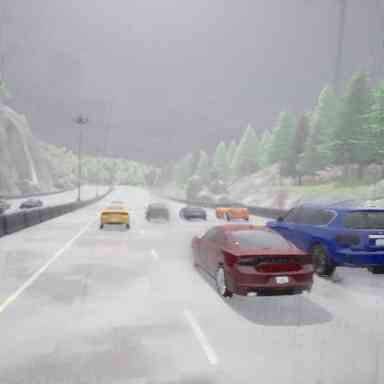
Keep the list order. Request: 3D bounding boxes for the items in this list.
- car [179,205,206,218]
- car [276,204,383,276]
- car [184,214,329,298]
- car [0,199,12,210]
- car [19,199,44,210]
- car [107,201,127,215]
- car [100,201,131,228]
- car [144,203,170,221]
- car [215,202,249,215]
[{"bbox_3d":[0.040,1.898,31.583,1.994,1.385,4.181,1,-1,-12],"label":"car"},{"bbox_3d":[4.363,1.434,11.309,2.150,2.045,5.566,1,-1,-12],"label":"car"},{"bbox_3d":[1.271,1.601,8.998,1.882,1.535,5.008,1,-1,-12],"label":"car"},{"bbox_3d":[-23.329,1.520,39.795,1.895,1.301,4.718,1,-1,-11],"label":"car"},{"bbox_3d":[-20.280,1.559,42.376,2.033,1.411,5.357,1,-1,-11],"label":"car"},{"bbox_3d":[-8.428,1.765,37.750,2.033,1.411,5.357,1,-1,-12],"label":"car"},{"bbox_3d":[-5.347,1.609,23.285,1.882,1.535,5.008,1,-1,-12],"label":"car"},{"bbox_3d":[-3.134,1.751,29.689,1.837,1.490,4.892,1,-1,-12],"label":"car"},{"bbox_3d":[3.680,1.761,31.312,2.097,1.767,4.553,1,-1,-12],"label":"car"}]
